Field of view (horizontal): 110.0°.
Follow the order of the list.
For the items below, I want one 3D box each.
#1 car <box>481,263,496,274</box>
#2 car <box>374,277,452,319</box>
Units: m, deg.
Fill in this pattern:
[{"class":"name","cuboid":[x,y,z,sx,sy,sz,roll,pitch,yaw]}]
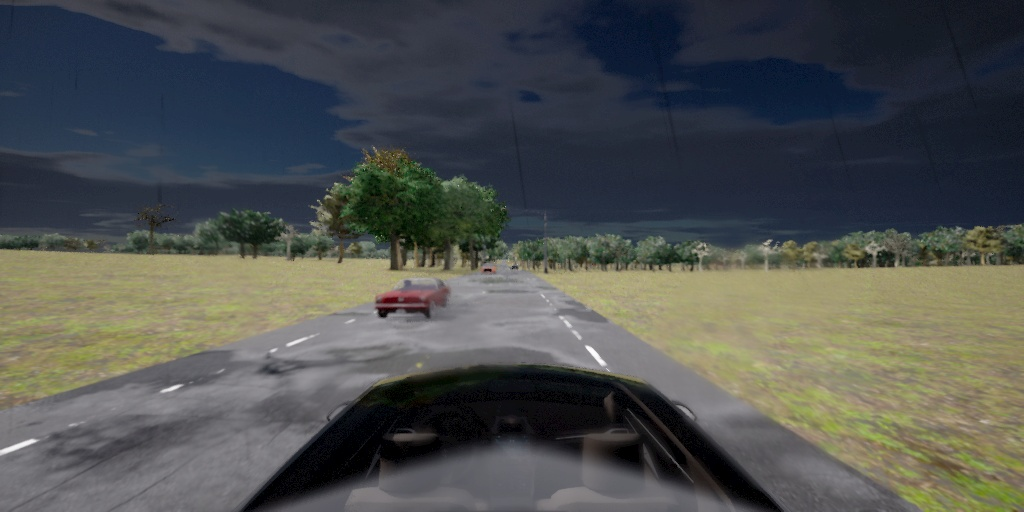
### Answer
[{"class":"car","cuboid":[-3.571,1.836,54.682,2.097,1.767,4.553,0,-1,0]},{"class":"car","cuboid":[-3.604,1.515,13.828,1.895,1.301,4.718,0,-1,0]}]
